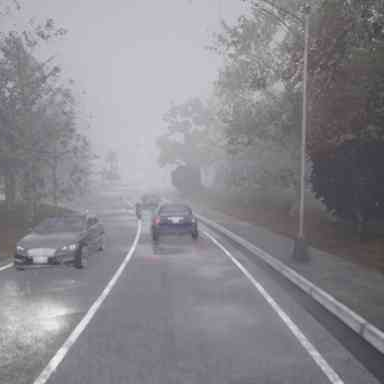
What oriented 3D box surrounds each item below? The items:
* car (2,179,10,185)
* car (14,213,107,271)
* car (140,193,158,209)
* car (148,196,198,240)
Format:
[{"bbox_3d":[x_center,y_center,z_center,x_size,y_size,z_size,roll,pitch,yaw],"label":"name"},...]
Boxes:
[{"bbox_3d":[-41.355,-2.384,73.809,1.994,1.385,4.181,2,5,24],"label":"car"},{"bbox_3d":[-4.094,1.489,11.038,2.128,1.511,4.902,0,0,-4],"label":"car"},{"bbox_3d":[-4.268,0.860,34.363,2.033,1.411,5.357,-1,4,-15],"label":"car"},{"bbox_3d":[-1.011,1.289,16.940,2.097,1.767,4.553,-1,1,-8],"label":"car"}]
